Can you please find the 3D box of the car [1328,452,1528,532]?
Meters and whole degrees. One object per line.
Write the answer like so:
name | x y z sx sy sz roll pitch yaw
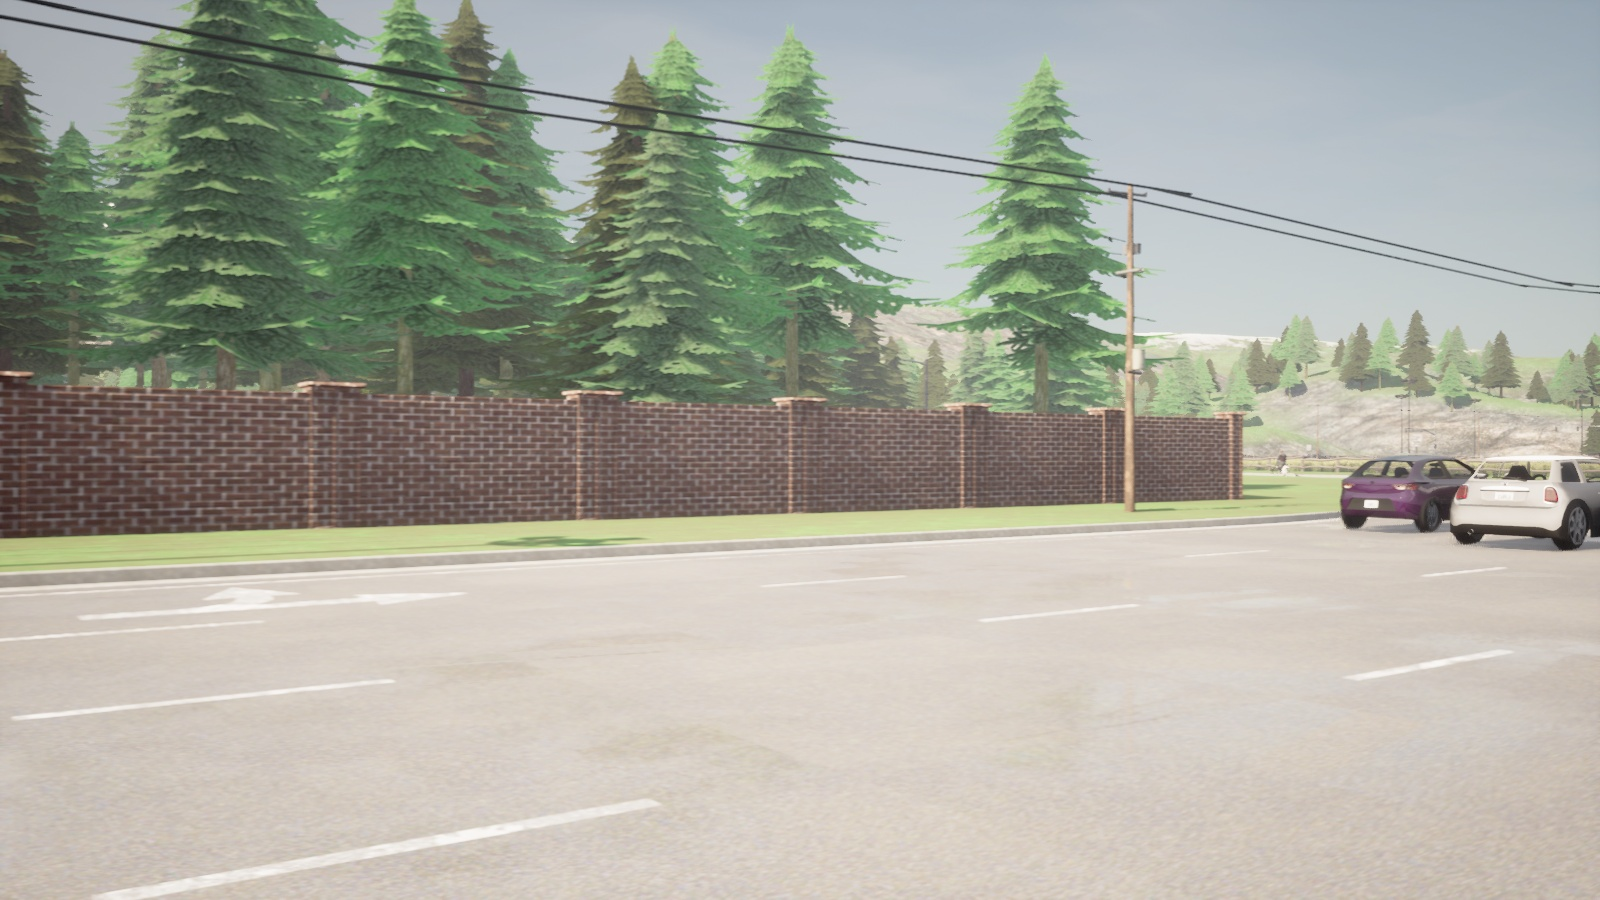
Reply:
car | 12.683 0.790 25.279 4.193 1.474 1.816 0 0 -35

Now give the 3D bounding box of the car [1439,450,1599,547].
car | 12.684 0.734 21.015 3.806 1.475 1.970 0 0 -35
